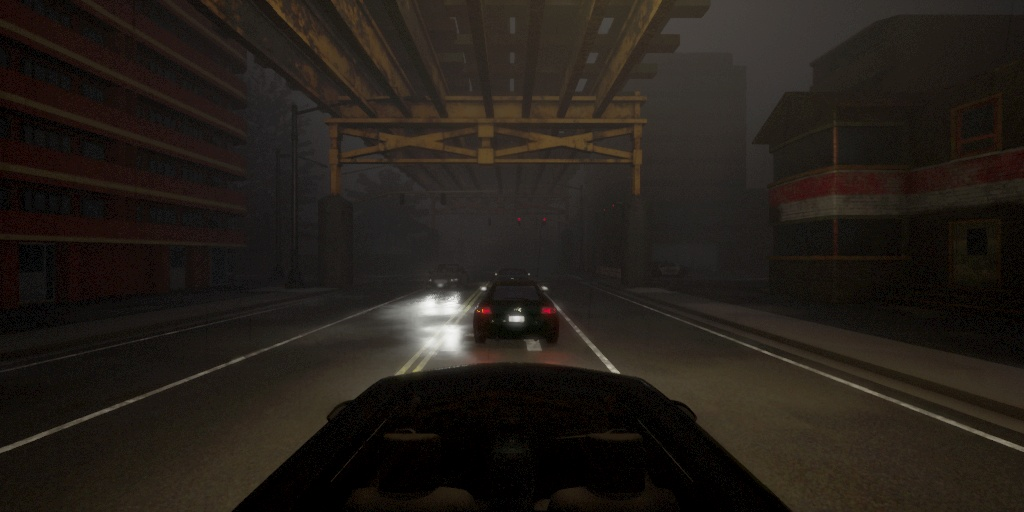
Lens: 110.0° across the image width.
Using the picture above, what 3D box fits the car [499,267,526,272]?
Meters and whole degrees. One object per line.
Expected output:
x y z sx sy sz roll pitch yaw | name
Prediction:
0.032 1.279 19.616 2.033 1.411 5.357 0 0 0 | car

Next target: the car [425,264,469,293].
-3.604 1.222 20.554 2.128 1.511 4.902 0 0 0 | car

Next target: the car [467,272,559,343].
0.076 1.311 9.666 1.994 1.385 4.181 0 0 -1 | car
